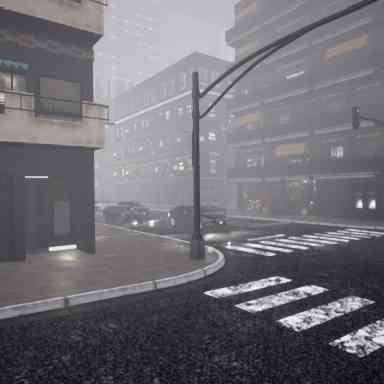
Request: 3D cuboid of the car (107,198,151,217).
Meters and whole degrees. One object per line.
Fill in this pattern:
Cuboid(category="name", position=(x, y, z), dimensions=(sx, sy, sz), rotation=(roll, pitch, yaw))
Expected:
Cuboid(category="car", position=(-5.300, 1.540, 28.887), dimensions=(1.837, 1.490, 4.892), rotation=(-1, 1, -36))

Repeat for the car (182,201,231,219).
Cuboid(category="car", position=(1.198, 1.512, 29.152), dimensions=(2.008, 1.369, 4.403), rotation=(-1, 1, -36))

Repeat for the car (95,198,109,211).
Cuboid(category="car", position=(-11.347, 1.568, 37.244), dimensions=(1.812, 1.442, 4.674), rotation=(-1, 1, -36))

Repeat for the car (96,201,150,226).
Cuboid(category="car", position=(-5.182, 1.632, 24.527), dimensions=(1.947, 1.339, 4.313), rotation=(-1, 1, -36))

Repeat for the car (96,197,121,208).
Cuboid(category="car", position=(-11.906, 1.519, 47.228), dimensions=(1.887, 1.381, 4.507), rotation=(-1, 1, -36))

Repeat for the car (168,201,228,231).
Cuboid(category="car", position=(0.268, 1.534, 21.209), dimensions=(1.837, 1.490, 4.892), rotation=(-1, 1, -36))
